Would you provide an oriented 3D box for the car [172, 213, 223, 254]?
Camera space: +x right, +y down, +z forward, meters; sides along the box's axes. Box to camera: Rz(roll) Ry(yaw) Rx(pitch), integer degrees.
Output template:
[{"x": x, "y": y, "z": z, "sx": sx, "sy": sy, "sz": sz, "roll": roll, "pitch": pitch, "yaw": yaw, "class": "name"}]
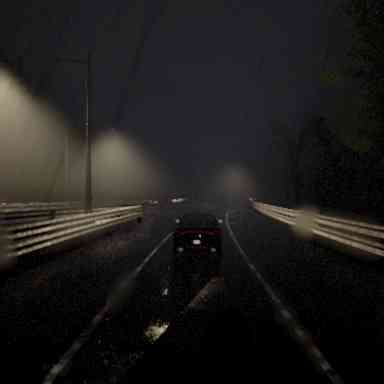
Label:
[{"x": 0.282, "y": 1.610, "z": 14.124, "sx": 1.882, "sy": 1.535, "sz": 5.008, "roll": 0, "pitch": 0, "yaw": 3, "class": "car"}]
